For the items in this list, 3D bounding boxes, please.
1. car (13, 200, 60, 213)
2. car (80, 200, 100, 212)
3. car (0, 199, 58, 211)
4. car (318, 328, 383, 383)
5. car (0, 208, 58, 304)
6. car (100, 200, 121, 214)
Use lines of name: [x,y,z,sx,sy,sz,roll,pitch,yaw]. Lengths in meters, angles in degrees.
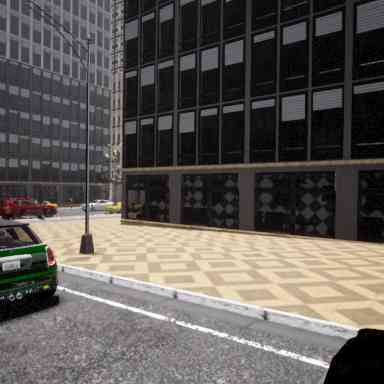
car: [-18.394,1.643,39.524,1.752,1.417,4.829,1,0,37]
car: [-12.291,1.744,43.395,1.812,1.442,4.674,1,0,36]
car: [-14.914,1.519,30.143,2.192,1.841,5.009,1,0,37]
car: [3.009,1.601,1.532,4.718,1.301,1.895,0,0,36]
car: [-4.988,1.348,7.251,4.553,1.767,2.097,0,0,36]
car: [-8.099,1.830,39.341,1.752,1.417,4.829,1,0,37]
